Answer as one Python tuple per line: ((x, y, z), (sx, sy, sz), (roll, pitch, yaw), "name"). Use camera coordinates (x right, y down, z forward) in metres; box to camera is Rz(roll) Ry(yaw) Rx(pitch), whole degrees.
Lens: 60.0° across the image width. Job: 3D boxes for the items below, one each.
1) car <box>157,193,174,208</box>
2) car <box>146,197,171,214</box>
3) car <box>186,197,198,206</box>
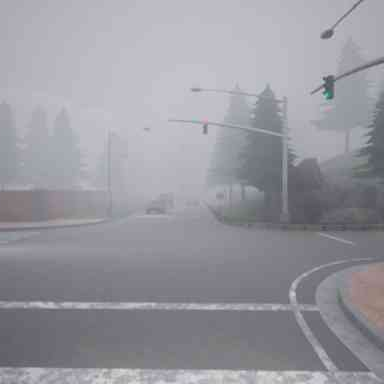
((-3.647, 1.185, 46.594), (2.150, 2.045, 5.566), (0, 0, 0), "car")
((-3.641, 1.519, 35.004), (2.033, 1.411, 5.357), (0, 0, 0), "car")
((0.003, 1.521, 52.445), (1.994, 1.385, 4.181), (0, 0, 0), "car")
